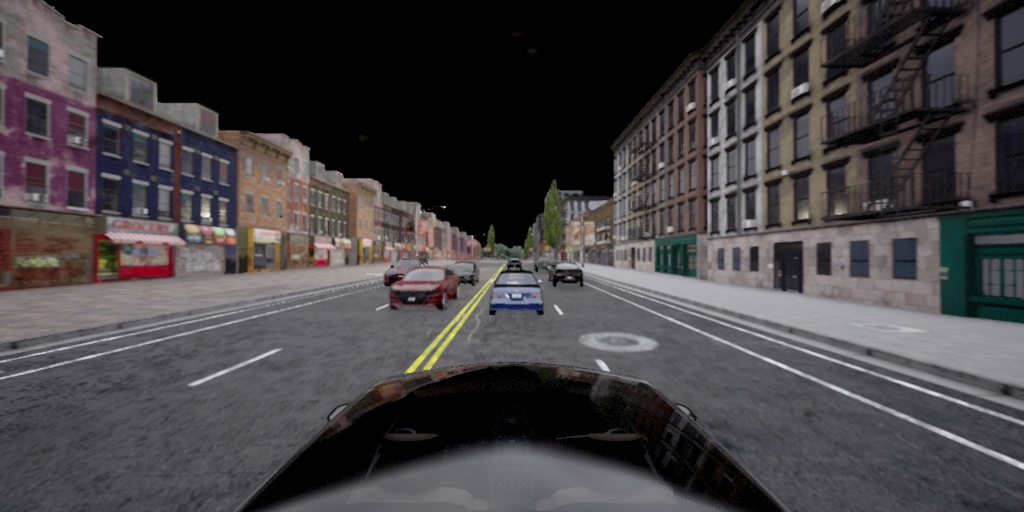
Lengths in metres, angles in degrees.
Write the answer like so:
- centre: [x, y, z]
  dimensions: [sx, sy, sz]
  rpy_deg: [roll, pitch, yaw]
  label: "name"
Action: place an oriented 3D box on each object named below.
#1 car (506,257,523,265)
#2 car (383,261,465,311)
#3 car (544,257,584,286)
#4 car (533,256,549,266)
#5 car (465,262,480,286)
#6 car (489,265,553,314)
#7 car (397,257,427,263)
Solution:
- centre: [0.289, 0.889, 44.336]
  dimensions: [1.837, 1.490, 4.892]
  rpy_deg: [0, 1, 0]
  label: "car"
- centre: [-3.282, 1.141, 14.280]
  dimensions: [1.882, 1.535, 5.008]
  rpy_deg: [0, 0, 1]
  label: "car"
- centre: [3.414, 1.088, 23.501]
  dimensions: [1.882, 1.535, 5.008]
  rpy_deg: [0, 1, 1]
  label: "car"
- centre: [3.497, 0.788, 40.186]
  dimensions: [2.097, 1.767, 4.553]
  rpy_deg: [0, 1, 0]
  label: "car"
- centre: [-3.158, 1.147, 23.582]
  dimensions: [1.837, 1.490, 4.892]
  rpy_deg: [0, 1, 0]
  label: "car"
- centre: [0.147, 1.229, 13.334]
  dimensions: [2.033, 1.411, 5.357]
  rpy_deg: [0, 0, 0]
  label: "car"
- centre: [-6.423, 0.937, 22.641]
  dimensions: [2.097, 1.767, 4.553]
  rpy_deg: [0, 1, 1]
  label: "car"
